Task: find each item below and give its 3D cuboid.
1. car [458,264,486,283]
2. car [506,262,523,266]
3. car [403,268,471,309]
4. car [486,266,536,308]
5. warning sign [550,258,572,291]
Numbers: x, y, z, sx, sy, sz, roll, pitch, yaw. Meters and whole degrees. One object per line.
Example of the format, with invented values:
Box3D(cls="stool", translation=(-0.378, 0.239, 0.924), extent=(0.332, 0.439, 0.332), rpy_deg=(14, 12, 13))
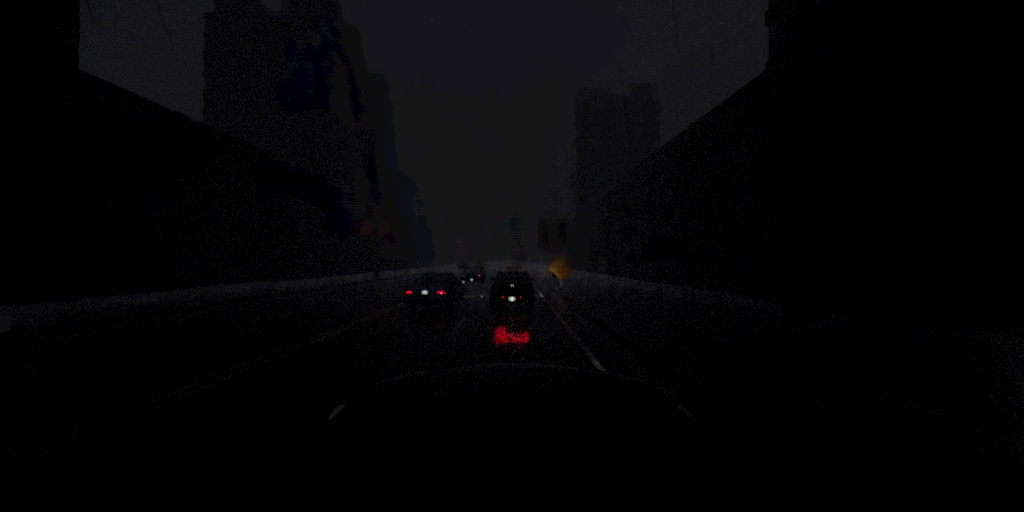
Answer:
Box3D(cls="car", translation=(-3.236, 1.641, 30.966), extent=(1.895, 1.301, 4.718), rpy_deg=(0, -1, 0))
Box3D(cls="car", translation=(0.019, 1.522, 31.332), extent=(1.882, 1.535, 5.008), rpy_deg=(0, 0, 0))
Box3D(cls="car", translation=(-3.243, 1.434, 15.844), extent=(2.033, 1.411, 5.357), rpy_deg=(0, -1, 0))
Box3D(cls="car", translation=(0.011, 1.397, 16.156), extent=(1.837, 1.490, 4.892), rpy_deg=(0, 0, 0))
Box3D(cls="warning sign", translation=(2.858, 1.052, 20.909), extent=(1.300, 1.860, 1.060), rpy_deg=(0, 0, 0))
